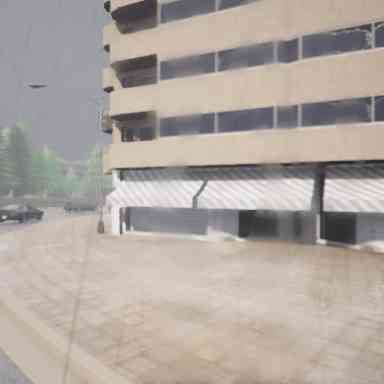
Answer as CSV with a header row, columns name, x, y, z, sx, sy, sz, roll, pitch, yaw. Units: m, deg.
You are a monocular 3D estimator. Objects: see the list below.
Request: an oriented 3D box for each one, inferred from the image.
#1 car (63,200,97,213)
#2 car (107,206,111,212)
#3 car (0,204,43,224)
name,x,y,z,sx,sy,sz,roll,pitch,yaw
car,-13.769,1.769,41.361,2.128,1.511,4.902,0,-1,21
car,-9.139,1.894,43.450,1.994,1.385,4.181,0,-1,23
car,-13.499,1.668,26.250,1.812,1.442,4.674,0,0,0
